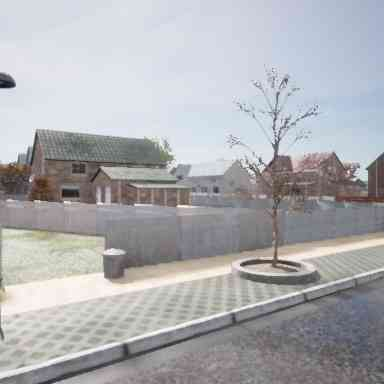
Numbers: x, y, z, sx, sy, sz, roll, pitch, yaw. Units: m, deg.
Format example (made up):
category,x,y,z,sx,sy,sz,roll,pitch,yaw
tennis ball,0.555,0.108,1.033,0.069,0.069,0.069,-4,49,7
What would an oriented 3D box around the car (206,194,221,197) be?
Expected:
category,x,y,z,sx,sy,sz,roll,pitch,yaw
car,2.971,1.104,49.733,2.128,1.511,4.902,0,1,-34
